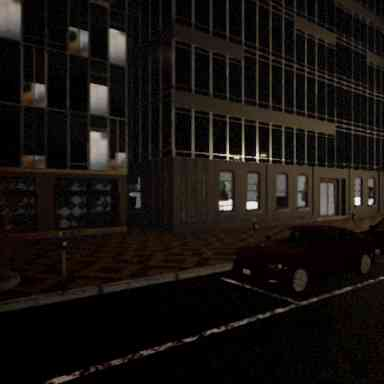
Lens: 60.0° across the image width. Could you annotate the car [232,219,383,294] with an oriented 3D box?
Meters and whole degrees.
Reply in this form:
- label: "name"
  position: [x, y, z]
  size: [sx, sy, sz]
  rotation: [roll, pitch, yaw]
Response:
- label: "car"
  position: [3.054, 1.528, 8.734]
  size: [4.507, 1.381, 1.887]
  rotation: [0, 0, -35]
